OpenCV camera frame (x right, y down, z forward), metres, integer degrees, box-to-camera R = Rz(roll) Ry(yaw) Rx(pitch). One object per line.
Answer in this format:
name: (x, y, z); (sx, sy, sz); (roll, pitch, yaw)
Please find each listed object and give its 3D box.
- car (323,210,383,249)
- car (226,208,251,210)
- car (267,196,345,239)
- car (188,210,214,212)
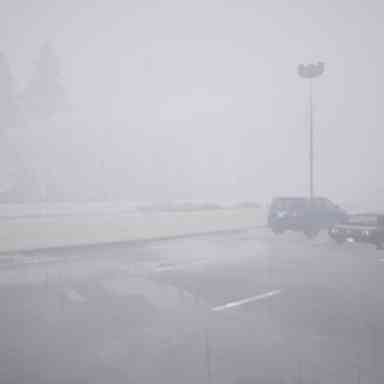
car: (7.965, 1.605, 14.594); (4.718, 1.301, 1.895); (0, 0, -40)
car: (4.684, 1.562, 30.665); (4.674, 1.442, 1.812); (0, 0, -43)
car: (6.318, 1.235, 17.792); (5.566, 2.045, 2.150); (0, 0, -40)
car: (1.146, 1.647, 32.135); (4.718, 1.301, 1.895); (0, 0, -43)
